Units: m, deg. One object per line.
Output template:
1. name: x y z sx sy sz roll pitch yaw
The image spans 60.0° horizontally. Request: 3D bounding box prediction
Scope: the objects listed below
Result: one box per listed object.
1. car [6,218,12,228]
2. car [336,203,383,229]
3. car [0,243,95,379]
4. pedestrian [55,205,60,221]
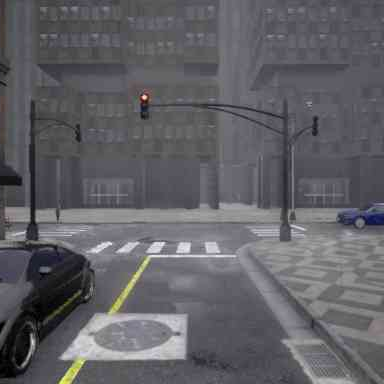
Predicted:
1. car: -12.902 1.562 18.179 5.357 1.411 2.033 0 0 1
2. car: 11.810 1.458 21.085 5.008 1.535 1.882 0 0 1
3. car: -3.048 1.564 5.385 1.994 1.385 4.181 0 0 1
4. pedestrian: -9.819 1.532 24.377 0.500 1.100 0.500 0 0 1
